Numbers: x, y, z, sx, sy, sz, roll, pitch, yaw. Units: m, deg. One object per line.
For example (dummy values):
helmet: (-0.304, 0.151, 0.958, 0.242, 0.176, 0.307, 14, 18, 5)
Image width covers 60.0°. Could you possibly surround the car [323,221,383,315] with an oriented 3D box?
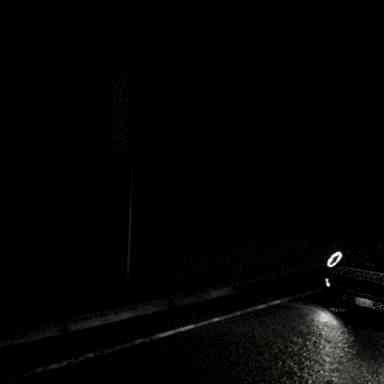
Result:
car: (4.863, 1.359, 7.156, 4.553, 1.767, 2.097, 0, 0, -35)
